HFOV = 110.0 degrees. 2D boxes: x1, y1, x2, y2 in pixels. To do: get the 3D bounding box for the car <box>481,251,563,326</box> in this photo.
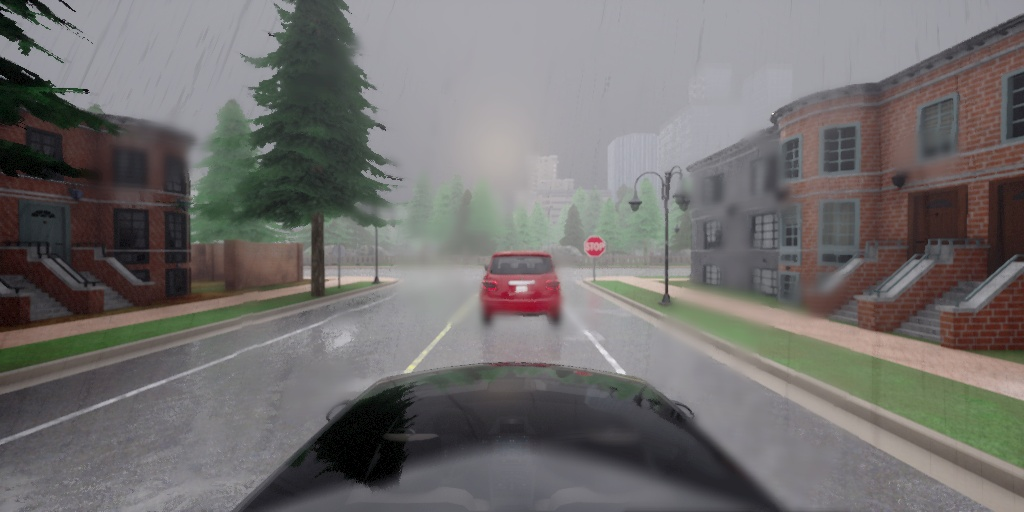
[{"bbox_3d":[0.282,0.852,11.279,2.150,2.045,5.566,0,1,1],"label":"car"}]
